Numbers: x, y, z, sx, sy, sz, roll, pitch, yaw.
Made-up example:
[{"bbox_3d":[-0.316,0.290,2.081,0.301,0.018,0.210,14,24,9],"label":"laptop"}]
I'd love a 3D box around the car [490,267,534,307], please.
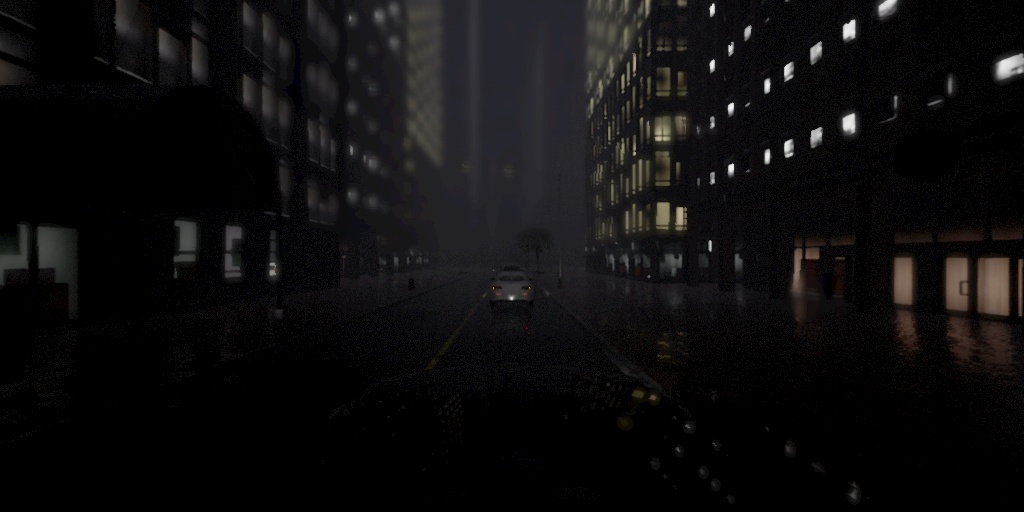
[{"bbox_3d":[-0.003,1.417,16.254,1.812,1.442,4.674,0,0,0],"label":"car"}]

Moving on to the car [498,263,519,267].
[{"bbox_3d":[-0.015,1.548,31.158,1.837,1.490,4.892,0,0,0],"label":"car"}]
